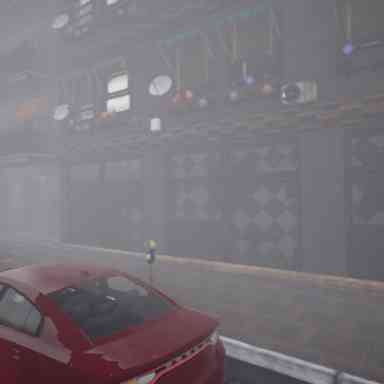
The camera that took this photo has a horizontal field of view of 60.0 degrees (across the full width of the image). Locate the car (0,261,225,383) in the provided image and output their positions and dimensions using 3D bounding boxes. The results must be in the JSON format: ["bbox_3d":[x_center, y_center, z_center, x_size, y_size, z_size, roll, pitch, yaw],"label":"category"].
[{"bbox_3d":[-1.774,1.527,4.008,4.507,1.381,1.887,0,-1,36],"label":"car"}]
